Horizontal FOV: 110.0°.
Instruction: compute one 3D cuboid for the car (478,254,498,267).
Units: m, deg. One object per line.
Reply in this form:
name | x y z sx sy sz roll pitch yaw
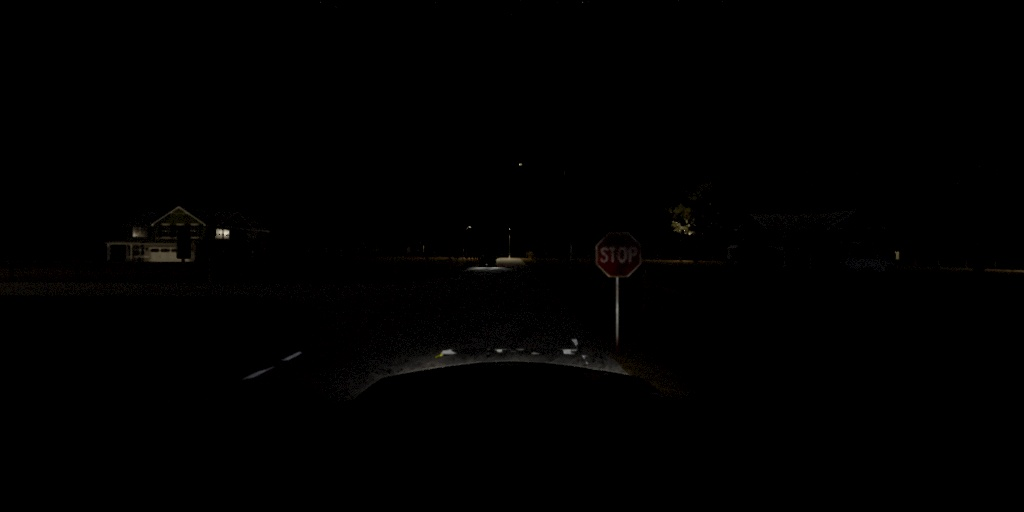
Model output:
car | -2.733 0.534 40.774 1.837 1.490 4.892 0 3 0
